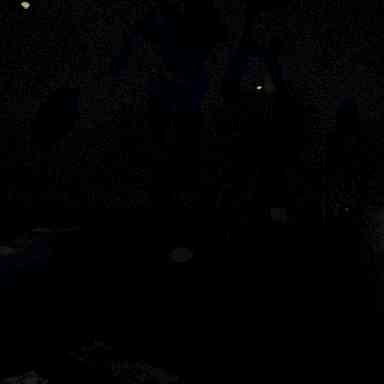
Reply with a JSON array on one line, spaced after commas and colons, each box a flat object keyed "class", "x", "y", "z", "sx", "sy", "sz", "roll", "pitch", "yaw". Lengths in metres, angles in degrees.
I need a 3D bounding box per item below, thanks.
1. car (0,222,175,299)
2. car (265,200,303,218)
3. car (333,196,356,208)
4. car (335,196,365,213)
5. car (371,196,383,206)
[{"class": "car", "x": -2.752, "y": 1.479, "z": 8.441, "sx": 2.033, "sy": 1.411, "sz": 5.357, "roll": 0, "pitch": 1, "yaw": 36}, {"class": "car", "x": 7.659, "y": 1.382, "z": 27.501, "sx": 1.994, "sy": 1.385, "sz": 4.181, "roll": 0, "pitch": 0, "yaw": 36}, {"class": "car", "x": 20.743, "y": 1.340, "z": 45.044, "sx": 1.837, "sy": 1.490, "sz": 4.892, "roll": 0, "pitch": 0, "yaw": 37}, {"class": "car", "x": 16.662, "y": 1.405, "z": 34.725, "sx": 1.895, "sy": 1.301, "sz": 4.718, "roll": 0, "pitch": 0, "yaw": 36}, {"class": "car", "x": 28.702, "y": 1.408, "z": 51.016, "sx": 1.812, "sy": 1.442, "sz": 4.674, "roll": 0, "pitch": 0, "yaw": 36}]
